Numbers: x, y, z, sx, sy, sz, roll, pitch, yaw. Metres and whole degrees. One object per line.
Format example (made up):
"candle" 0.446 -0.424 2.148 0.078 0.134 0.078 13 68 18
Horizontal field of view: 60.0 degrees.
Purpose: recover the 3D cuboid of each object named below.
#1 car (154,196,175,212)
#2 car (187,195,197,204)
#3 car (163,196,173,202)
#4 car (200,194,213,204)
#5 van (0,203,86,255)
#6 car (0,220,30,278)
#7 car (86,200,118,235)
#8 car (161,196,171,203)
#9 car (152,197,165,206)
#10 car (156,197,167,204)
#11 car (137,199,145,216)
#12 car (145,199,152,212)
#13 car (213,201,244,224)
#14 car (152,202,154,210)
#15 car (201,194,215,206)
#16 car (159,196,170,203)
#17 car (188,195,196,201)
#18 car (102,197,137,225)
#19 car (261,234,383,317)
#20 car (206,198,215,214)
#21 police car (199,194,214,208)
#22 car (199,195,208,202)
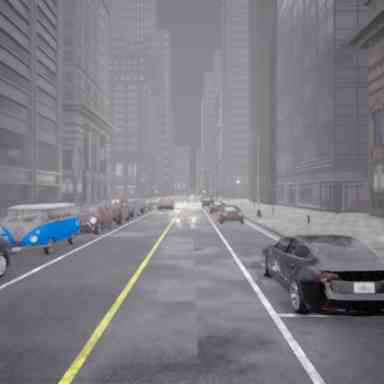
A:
"car" -3.093 1.500 40.042 1.882 1.535 5.008 0 0 0
"car" -0.001 1.580 67.134 1.812 1.442 4.674 0 0 0
"car" -5.767 1.626 80.675 2.008 1.369 4.403 0 0 0
"car" 2.757 1.363 63.769 2.192 1.841 5.009 0 0 0
"van" -5.767 1.347 13.036 1.690 1.788 3.998 0 0 0
"car" -5.766 1.554 7.399 2.008 1.369 4.403 0 0 0
"car" -5.766 1.449 18.672 1.967 1.590 4.097 0 0 0
"car" -5.767 1.632 75.038 1.947 1.339 4.313 0 0 0
"car" -5.767 1.566 57.959 1.752 1.417 4.829 0 0 0
"car" -5.767 1.630 63.766 1.802 1.307 4.206 0 0 0
"car" -5.766 1.581 29.946 1.947 1.339 4.313 0 0 0
"car" -5.766 1.585 35.582 1.947 1.339 4.313 0 0 0
"car" 2.759 1.594 24.315 1.802 1.307 4.206 0 0 0
"car" -5.766 1.574 41.219 2.008 1.369 4.403 0 0 0
"car" 2.757 1.355 58.132 2.192 1.841 5.009 0 0 0
"car" -5.767 1.623 69.402 1.947 1.339 4.313 0 0 0
"car" -0.001 1.417 83.115 1.812 1.442 4.674 0 0 0
"car" -5.767 1.327 24.309 2.192 1.841 5.009 0 0 0
"car" 2.759 1.569 7.406 1.947 1.339 4.313 0 0 0
"car" 2.759 1.601 35.588 1.802 1.307 4.206 0 0 0
"police car" 2.366 1.454 48.224 1.930 1.638 5.238 0 0 0
"car" 2.757 1.515 80.677 1.967 1.590 4.097 0 0 0
